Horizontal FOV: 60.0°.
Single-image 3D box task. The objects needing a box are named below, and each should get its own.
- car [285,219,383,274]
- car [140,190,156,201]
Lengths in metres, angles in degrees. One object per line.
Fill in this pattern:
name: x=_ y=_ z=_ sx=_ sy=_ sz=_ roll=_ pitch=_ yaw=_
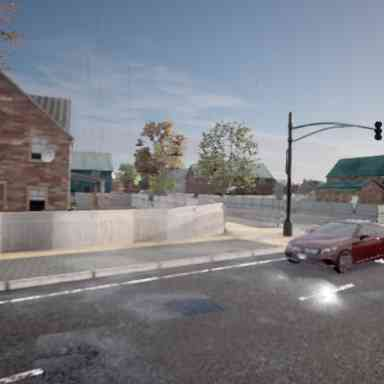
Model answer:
car: x=5.153 y=1.662 z=11.117 sx=4.674 sy=1.442 sz=1.812 roll=1 pitch=-1 yaw=-35
car: x=-8.089 y=0.666 z=60.549 sx=2.150 sy=2.045 sz=5.566 roll=2 pitch=0 yaw=-21
